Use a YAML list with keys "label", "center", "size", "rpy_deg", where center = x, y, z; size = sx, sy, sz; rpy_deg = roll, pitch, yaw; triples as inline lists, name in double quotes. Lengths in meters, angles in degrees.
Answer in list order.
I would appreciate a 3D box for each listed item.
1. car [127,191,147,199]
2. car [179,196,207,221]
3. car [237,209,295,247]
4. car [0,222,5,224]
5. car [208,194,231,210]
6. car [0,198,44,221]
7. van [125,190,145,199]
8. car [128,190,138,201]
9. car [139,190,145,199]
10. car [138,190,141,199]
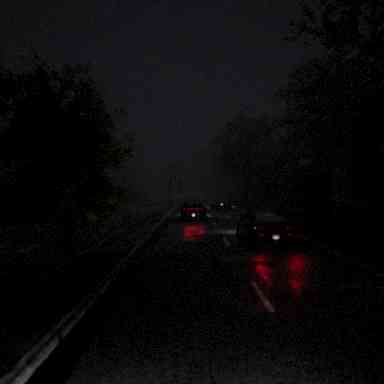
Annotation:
- label: "car"
  center: [-13.615, 0.741, 81.800]
  size: [4.553, 1.767, 2.185]
  rpy_deg: [-1, 1, -19]
- label: "car"
  center: [0.106, 1.318, 25.310]
  size: [1.837, 1.490, 4.892]
  rpy_deg: [0, 0, 0]
- label: "car"
  center: [3.103, 1.459, 14.576]
  size: [1.812, 1.442, 4.674]
  rpy_deg: [0, 0, 0]
- label: "car"
  center: [-13.819, 1.391, 21.739]
  size: [4.674, 1.452, 2.002]
  rpy_deg: [-1, 0, -20]
- label: "car"
  center: [3.109, 1.236, 36.706]
  size: [1.994, 1.385, 4.181]
  rpy_deg: [0, 1, 0]
- label: "car"
  center: [-13.807, 1.314, 24.739]
  size: [5.008, 1.535, 2.097]
  rpy_deg: [-1, 1, -20]
- label: "van"
  center: [-13.590, 0.654, 78.821]
  size: [4.442, 1.987, 1.878]
  rpy_deg: [-1, 0, -19]
- label: "car"
  center: [-13.809, 0.703, 63.735]
  size: [5.566, 2.045, 2.435]
  rpy_deg: [-1, 1, -20]
- label: "car"
  center: [-13.779, 0.659, 72.749]
  size: [5.566, 2.045, 2.435]
  rpy_deg: [-1, 1, -20]
- label: "car"
  center: [-13.759, 0.965, 69.754]
  size: [4.674, 1.452, 2.002]
  rpy_deg: [-1, 1, -20]
